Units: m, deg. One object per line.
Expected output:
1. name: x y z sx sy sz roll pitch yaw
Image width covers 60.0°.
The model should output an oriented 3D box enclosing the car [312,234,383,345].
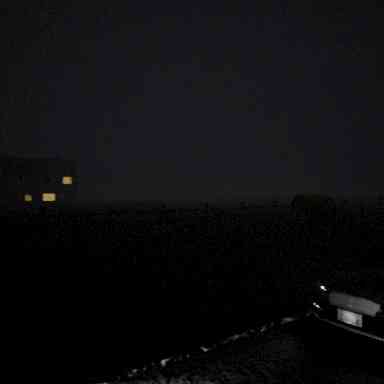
1. car: 4.192 1.494 6.053 4.902 1.511 2.128 0 0 -35
